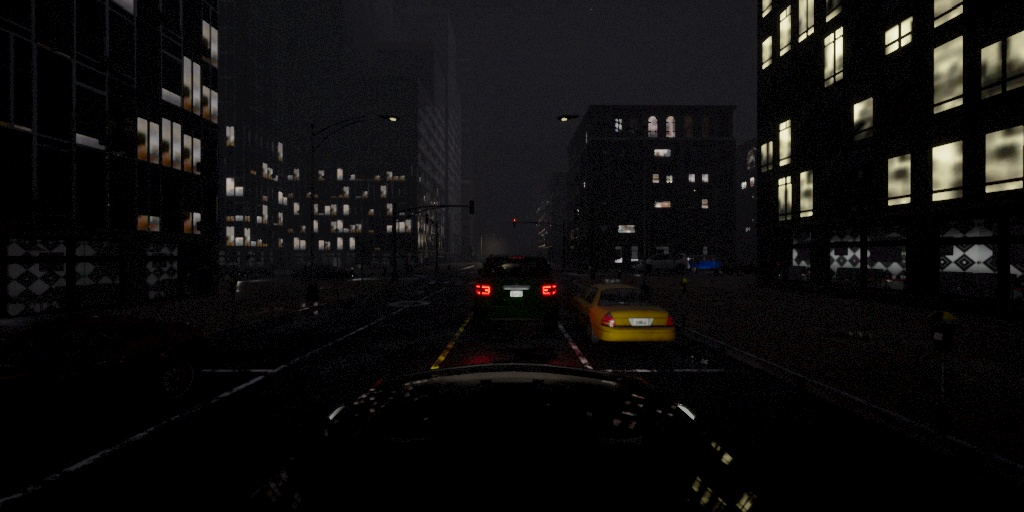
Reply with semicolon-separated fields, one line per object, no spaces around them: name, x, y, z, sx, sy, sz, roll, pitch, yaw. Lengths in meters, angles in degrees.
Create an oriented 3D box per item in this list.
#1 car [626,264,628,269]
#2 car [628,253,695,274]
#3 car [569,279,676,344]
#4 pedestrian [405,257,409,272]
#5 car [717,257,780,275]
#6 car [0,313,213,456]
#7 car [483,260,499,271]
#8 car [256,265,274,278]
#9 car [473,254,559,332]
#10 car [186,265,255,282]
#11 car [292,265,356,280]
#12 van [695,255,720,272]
car;15.304;0.841;39.641;5.009;1.841;2.192;0;0;-1
car;15.415;0.753;37.176;5.566;2.045;2.150;-1;0;-1
car;2.562;1.275;9.429;1.751;1.417;4.829;0;0;0
pedestrian;-12.371;1.018;42.257;0.375;1.860;0.375;0;1;-1
car;21.071;1.017;31.823;4.507;1.381;1.888;0;0;-1
car;-5.316;1.332;3.695;1.802;1.307;4.207;0;0;0
car;-2.861;1.296;50.632;2.033;1.411;5.357;0;0;-1
car;-28.422;1.646;39.064;4.403;1.370;2.007;0;0;-1
car;0.094;0.971;10.983;2.150;2.045;5.566;0;0;0
car;-27.521;1.600;33.694;4.892;1.490;1.837;-1;0;-1
car;-17.706;1.512;33.824;5.357;1.411;2.033;-1;0;-1
van;20.959;0.797;39.703;3.998;1.789;1.690;0;0;-1
